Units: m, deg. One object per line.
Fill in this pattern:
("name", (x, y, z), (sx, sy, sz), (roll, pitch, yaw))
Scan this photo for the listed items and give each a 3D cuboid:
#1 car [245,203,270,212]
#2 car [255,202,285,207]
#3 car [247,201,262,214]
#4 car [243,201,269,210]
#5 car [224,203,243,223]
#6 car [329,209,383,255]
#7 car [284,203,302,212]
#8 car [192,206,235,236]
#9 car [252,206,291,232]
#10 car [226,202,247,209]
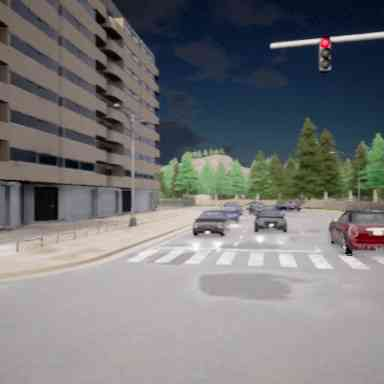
("car", (10.266, 2.352, 52.412), (1.895, 1.301, 4.718), (0, -1, -16))
("car", (7.221, 1.975, 31.092), (2.033, 1.411, 5.357), (-1, -1, 12))
("car", (8.314, 2.079, 41.396), (2.128, 1.511, 4.902), (-1, -1, -1))
("car", (11.398, 2.364, 59.617), (1.837, 1.490, 4.892), (0, -1, -28))
("car", (3.362, 1.970, 29.959), (1.812, 1.442, 4.674), (-1, -1, 12))
("car", (7.090, 1.495, 13.824), (2.097, 1.767, 4.553), (-1, -1, 14))
("car", (14.517, 2.271, 49.858), (1.895, 1.301, 4.718), (0, -1, -11))
("car", (1.335, 1.858, 20.740), (2.033, 1.411, 5.357), (-1, -1, 11))
("car", (5.234, 1.862, 22.138), (1.994, 1.385, 4.181), (-1, -1, 12))
("car", (4.818, 1.945, 39.775), (2.097, 1.767, 4.553), (-1, -1, 0))
